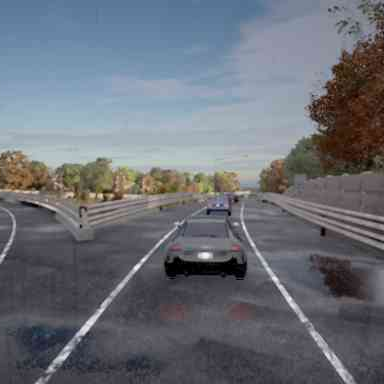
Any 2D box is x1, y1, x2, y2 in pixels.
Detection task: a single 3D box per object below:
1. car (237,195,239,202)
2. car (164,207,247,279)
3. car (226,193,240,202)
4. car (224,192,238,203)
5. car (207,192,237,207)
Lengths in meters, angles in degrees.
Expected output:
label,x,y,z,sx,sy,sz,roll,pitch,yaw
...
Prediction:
label,x,y,z,sx,sy,sz,roll,pitch,yaw
car,4.298,0.706,39.771,2.128,1.511,4.902,0,0,9
car,0.404,1.340,9.396,1.994,1.385,4.181,0,1,3
car,6.931,1.018,56.008,2.033,1.411,5.357,0,-2,10
car,5.808,0.780,49.200,1.882,1.535,5.008,0,-1,9
car,2.187,0.941,25.732,2.033,1.411,5.357,0,1,9
